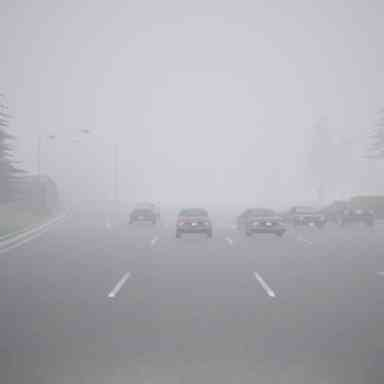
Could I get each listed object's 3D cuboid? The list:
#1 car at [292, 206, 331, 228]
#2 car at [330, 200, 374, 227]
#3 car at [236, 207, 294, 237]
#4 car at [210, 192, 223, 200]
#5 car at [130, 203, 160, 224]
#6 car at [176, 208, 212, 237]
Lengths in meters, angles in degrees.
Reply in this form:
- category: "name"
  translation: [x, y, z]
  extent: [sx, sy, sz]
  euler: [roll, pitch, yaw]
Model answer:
- category: "car"
  translation: [7.097, 1.605, 21.972]
  extent: [1.895, 1.301, 4.718]
  euler: [0, 0, 0]
- category: "car"
  translation: [10.598, 1.356, 23.203]
  extent: [2.097, 1.767, 4.553]
  euler: [0, 0, 0]
- category: "car"
  translation: [3.599, 1.551, 18.121]
  extent: [2.033, 1.411, 5.357]
  euler: [0, 0, 0]
- category: "car"
  translation: [6.994, 1.549, 95.336]
  extent: [2.033, 1.411, 5.357]
  euler: [0, 0, 0]
- category: "car"
  translation: [-3.401, 1.530, 24.524]
  extent: [1.812, 1.442, 4.674]
  euler: [0, 0, 0]
- category: "car"
  translation: [0.099, 1.551, 18.122]
  extent: [2.033, 1.411, 5.357]
  euler: [0, 0, 0]
